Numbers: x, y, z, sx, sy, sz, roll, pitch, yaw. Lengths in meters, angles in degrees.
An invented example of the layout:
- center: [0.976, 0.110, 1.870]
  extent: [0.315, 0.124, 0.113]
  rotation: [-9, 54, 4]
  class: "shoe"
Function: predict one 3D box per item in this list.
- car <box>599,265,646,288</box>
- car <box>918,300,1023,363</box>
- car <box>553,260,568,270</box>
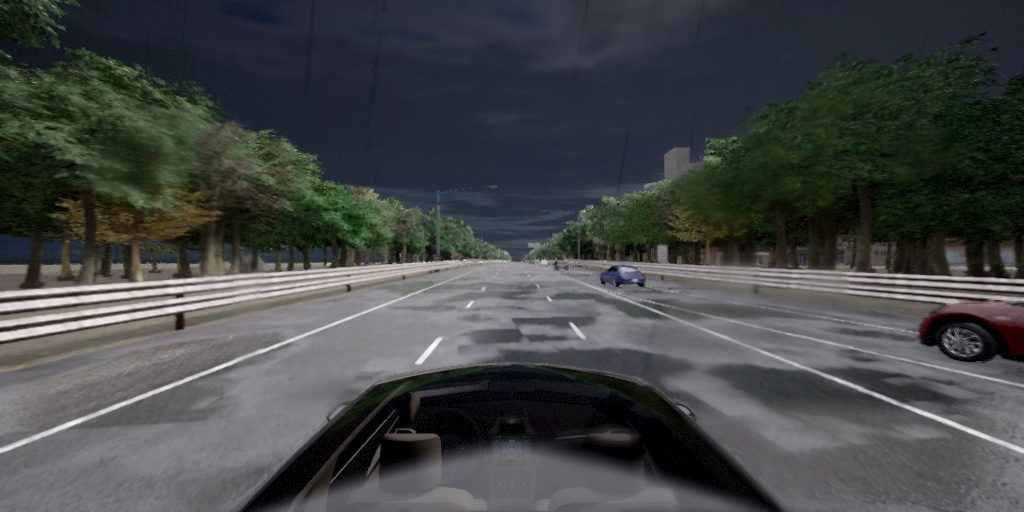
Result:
- center: [7.246, 1.302, 23.756]
  extent: [1.812, 1.442, 4.674]
  rotation: [0, 0, -3]
  class: "car"
- center: [9.802, 1.125, 5.629]
  extent: [2.097, 1.767, 4.553]
  rotation: [0, 0, -13]
  class: "car"
- center: [7.023, 1.298, 52.287]
  extent: [2.128, 1.511, 4.902]
  rotation: [0, 0, 0]
  class: "car"
